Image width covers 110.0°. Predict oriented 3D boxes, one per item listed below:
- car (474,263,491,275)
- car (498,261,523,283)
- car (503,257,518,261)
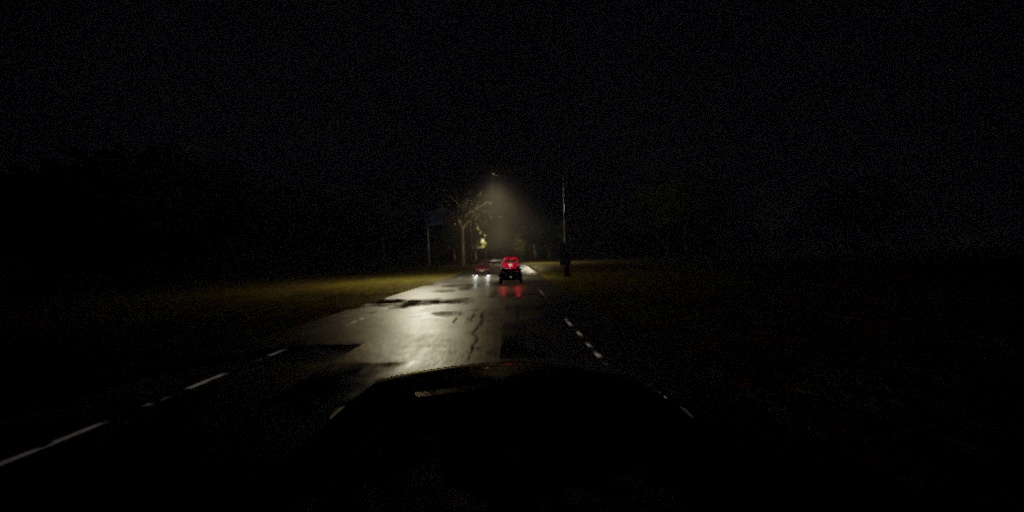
[{"bbox_3d":[-3.680,1.603,46.133,1.812,1.442,4.674,-1,0,0],"label":"car"},{"bbox_3d":[-0.112,1.430,30.016,2.128,1.511,4.902,-1,0,0],"label":"car"},{"bbox_3d":[-0.141,1.178,42.994,2.150,2.045,5.566,-1,0,0],"label":"car"}]
